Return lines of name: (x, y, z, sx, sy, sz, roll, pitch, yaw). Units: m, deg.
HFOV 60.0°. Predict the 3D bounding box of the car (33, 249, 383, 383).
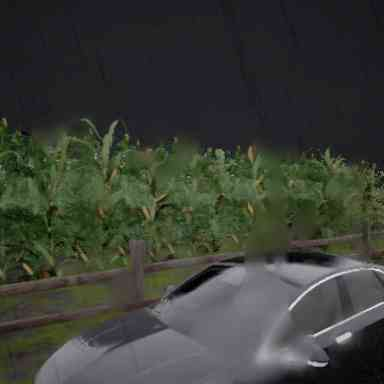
car: (0.888, 1.499, 3.687, 4.892, 1.490, 1.837, 0, 0, -35)
